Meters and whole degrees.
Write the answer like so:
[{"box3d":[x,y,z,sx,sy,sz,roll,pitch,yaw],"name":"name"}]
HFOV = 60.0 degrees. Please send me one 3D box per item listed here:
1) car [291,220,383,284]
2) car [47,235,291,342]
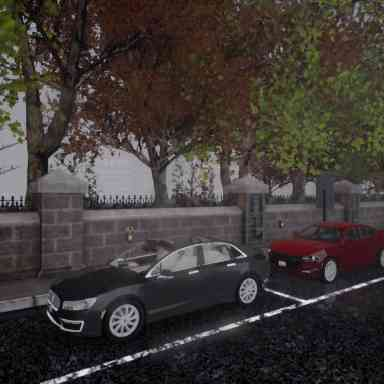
[{"box3d":[4.089,1.546,9.634,4.507,1.381,1.887,0,0,-36],"name":"car"},{"box3d":[-0.391,1.551,6.374,4.403,1.369,2.008,0,0,-36],"name":"car"}]
